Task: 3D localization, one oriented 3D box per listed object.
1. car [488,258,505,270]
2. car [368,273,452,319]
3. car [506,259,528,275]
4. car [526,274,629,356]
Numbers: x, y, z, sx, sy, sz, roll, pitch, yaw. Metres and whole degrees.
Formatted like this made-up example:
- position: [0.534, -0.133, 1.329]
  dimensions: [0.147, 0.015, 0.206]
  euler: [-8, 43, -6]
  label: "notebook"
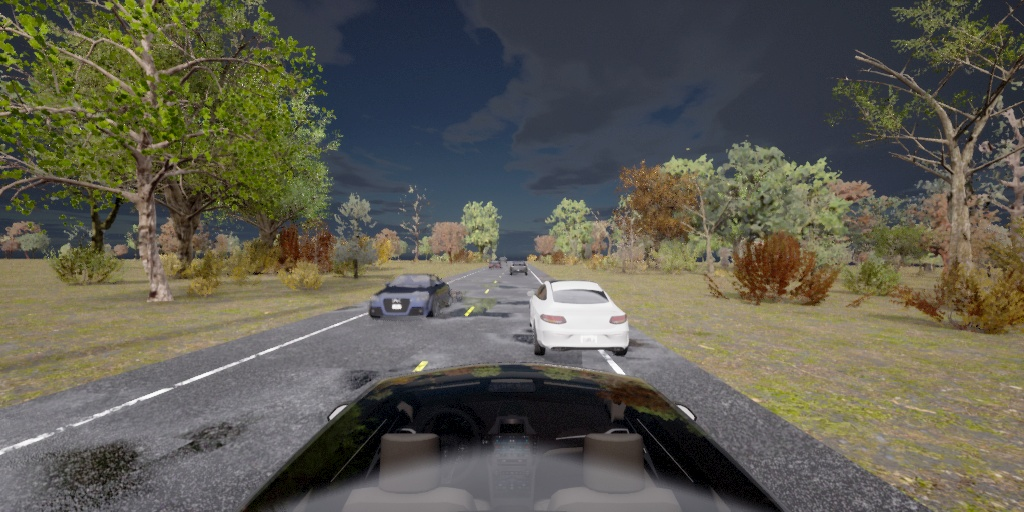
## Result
- position: [-2.630, 1.415, 56.370]
  dimensions: [1.994, 1.385, 4.181]
  euler: [0, 0, 1]
  label: "car"
- position: [-3.387, 1.314, 12.621]
  dimensions: [1.994, 1.385, 4.181]
  euler: [0, 0, 1]
  label: "car"
- position: [0.750, 1.290, 39.284]
  dimensions: [2.128, 1.511, 4.902]
  euler: [0, 0, 1]
  label: "car"
- position: [1.369, 1.276, 8.510]
  dimensions: [1.812, 1.442, 4.674]
  euler: [0, 0, 1]
  label: "car"
